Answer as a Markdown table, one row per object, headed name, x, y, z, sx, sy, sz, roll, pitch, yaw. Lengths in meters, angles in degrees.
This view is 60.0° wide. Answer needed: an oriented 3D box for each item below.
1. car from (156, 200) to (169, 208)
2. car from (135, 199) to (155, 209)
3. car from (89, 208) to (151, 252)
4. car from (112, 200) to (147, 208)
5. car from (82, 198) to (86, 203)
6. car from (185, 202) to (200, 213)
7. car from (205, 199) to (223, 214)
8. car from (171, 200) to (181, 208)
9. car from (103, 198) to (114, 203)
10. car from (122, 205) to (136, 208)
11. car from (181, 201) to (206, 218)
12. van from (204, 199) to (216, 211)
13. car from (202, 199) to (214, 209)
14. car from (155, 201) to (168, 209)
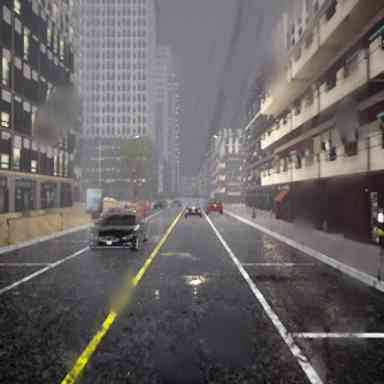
| name | x | y | z | sx | sy | sz | roll | pitch | yaw |
| --- | --- | --- | --- | --- | --- | --- | --- | --- | --- |
| car | -5.593 | 2.291 | 63.348 | 1.947 | 1.339 | 4.313 | 0 | -1 | 0 |
| car | -5.636 | 1.722 | 35.903 | 2.192 | 1.841 | 5.009 | 0 | -1 | 0 |
| car | -3.078 | 1.672 | 14.790 | 1.837 | 1.490 | 4.892 | 0 | -1 | 0 |
| car | -5.645 | 1.784 | 30.351 | 1.967 | 1.590 | 4.097 | 0 | -1 | 0 |
| car | -27.248 | 1.738 | 77.973 | 5.009 | 1.841 | 2.192 | 1 | -2 | -1 |
| car | 0.122 | 2.124 | 45.957 | 1.895 | 1.301 | 4.718 | 0 | -1 | 1 |
| car | 2.752 | 1.786 | 41.441 | 2.192 | 1.841 | 5.009 | 0 | -1 | 0 |
| car | -2.912 | 2.255 | 63.689 | 1.812 | 1.442 | 4.674 | 0 | -1 | 0 |
| car | -21.896 | 2.124 | 86.486 | 4.829 | 1.417 | 1.752 | 1 | -2 | -1 |
| car | -5.654 | 1.862 | 24.799 | 1.802 | 1.307 | 4.206 | 0 | -1 | 0 |
| car | 0.145 | 1.950 | 35.518 | 2.033 | 1.411 | 5.357 | 0 | -1 | 0 |
| van | 2.770 | 1.941 | 52.543 | 1.690 | 1.788 | 3.998 | 0 | -1 | 0 |
| car | 2.778 | 2.104 | 58.092 | 1.967 | 1.590 | 4.097 | 0 | -1 | 0 |
| car | -5.602 | 2.230 | 58.102 | 1.947 | 1.339 | 4.313 | 0 | -1 | 0 |
